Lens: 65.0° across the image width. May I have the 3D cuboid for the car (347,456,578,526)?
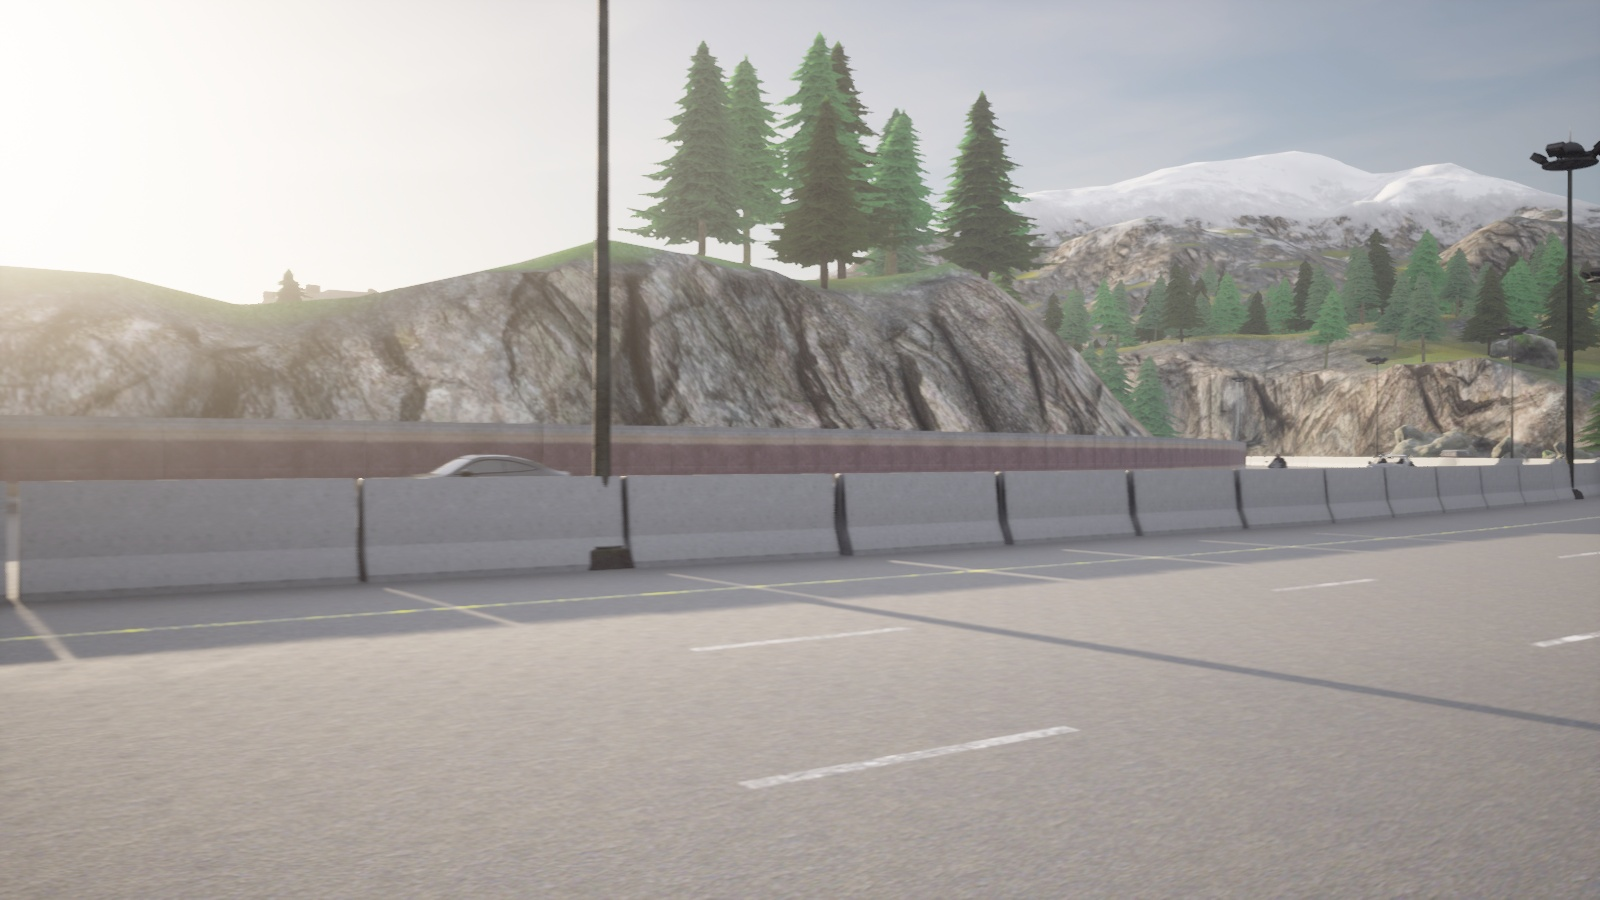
[{"bbox_3d":[-7.542,0.856,28.281,4.674,1.442,1.812,0,0,-36],"label":"car"}]

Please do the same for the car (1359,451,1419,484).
[{"bbox_3d":[27.631,0.796,58.857,1.970,1.475,3.806,0,0,35],"label":"car"}]
